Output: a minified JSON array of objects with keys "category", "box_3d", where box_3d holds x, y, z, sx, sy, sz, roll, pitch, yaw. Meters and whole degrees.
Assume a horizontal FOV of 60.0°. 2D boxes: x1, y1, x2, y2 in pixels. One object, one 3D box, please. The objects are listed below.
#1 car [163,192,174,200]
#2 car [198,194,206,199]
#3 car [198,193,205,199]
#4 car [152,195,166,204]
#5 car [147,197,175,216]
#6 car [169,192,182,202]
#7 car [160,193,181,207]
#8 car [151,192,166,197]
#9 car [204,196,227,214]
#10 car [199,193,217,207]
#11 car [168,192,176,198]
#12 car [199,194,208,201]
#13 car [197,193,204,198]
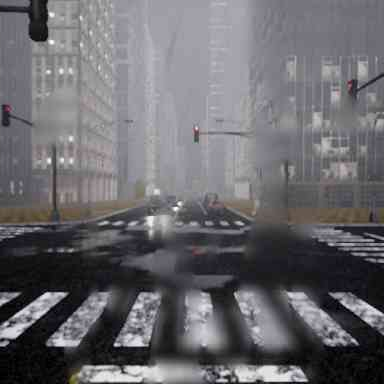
[{"category":"car","box_3d":[-5.469,0.868,76.766,2.192,1.841,5.009,-1,0,0]},{"category":"car","box_3d":[2.405,1.101,82.331,1.802,1.307,4.206,-1,0,0]},{"category":"car","box_3d":[2.394,1.010,88.025,1.752,1.417,4.829,-1,0,0]},{"category":"car","box_3d":[-5.425,1.268,54.670,1.802,1.307,4.206,-1,0,0]},{"category":"car","box_3d":[-2.899,1.393,30.132,1.994,1.385,4.181,0,0,0]},{"category":"car","box_3d":[-2.869,1.125,64.772,2.128,1.511,4.902,0,0,0]},{"category":"car","box_3d":[-2.924,1.243,45.800,1.837,1.490,4.892,0,0,0]},{"category":"car","box_3d":[-5.417,1.159,49.144,1.967,1.590,4.097,-1,0,0]},{"category":"car","box_3d":[2.462,1.397,32.611,1.802,1.307,4.206,-1,0,0]},{"category":"car","box_3d":[2.459,1.066,43.659,2.192,1.841,5.009,-1,0,0]},{"category":"car","box_3d":[-5.497,0.892,93.340,1.967,1.590,4.097,-1,0,0]},{"category":"car","box_3d":[2.424,1.132,71.282,1.887,1.381,4.507,-1,0,0]},{"category":"car","box_3d":[2.384,0.996,93.380,1.887,1.381,4.507,-1,0,0]}]
